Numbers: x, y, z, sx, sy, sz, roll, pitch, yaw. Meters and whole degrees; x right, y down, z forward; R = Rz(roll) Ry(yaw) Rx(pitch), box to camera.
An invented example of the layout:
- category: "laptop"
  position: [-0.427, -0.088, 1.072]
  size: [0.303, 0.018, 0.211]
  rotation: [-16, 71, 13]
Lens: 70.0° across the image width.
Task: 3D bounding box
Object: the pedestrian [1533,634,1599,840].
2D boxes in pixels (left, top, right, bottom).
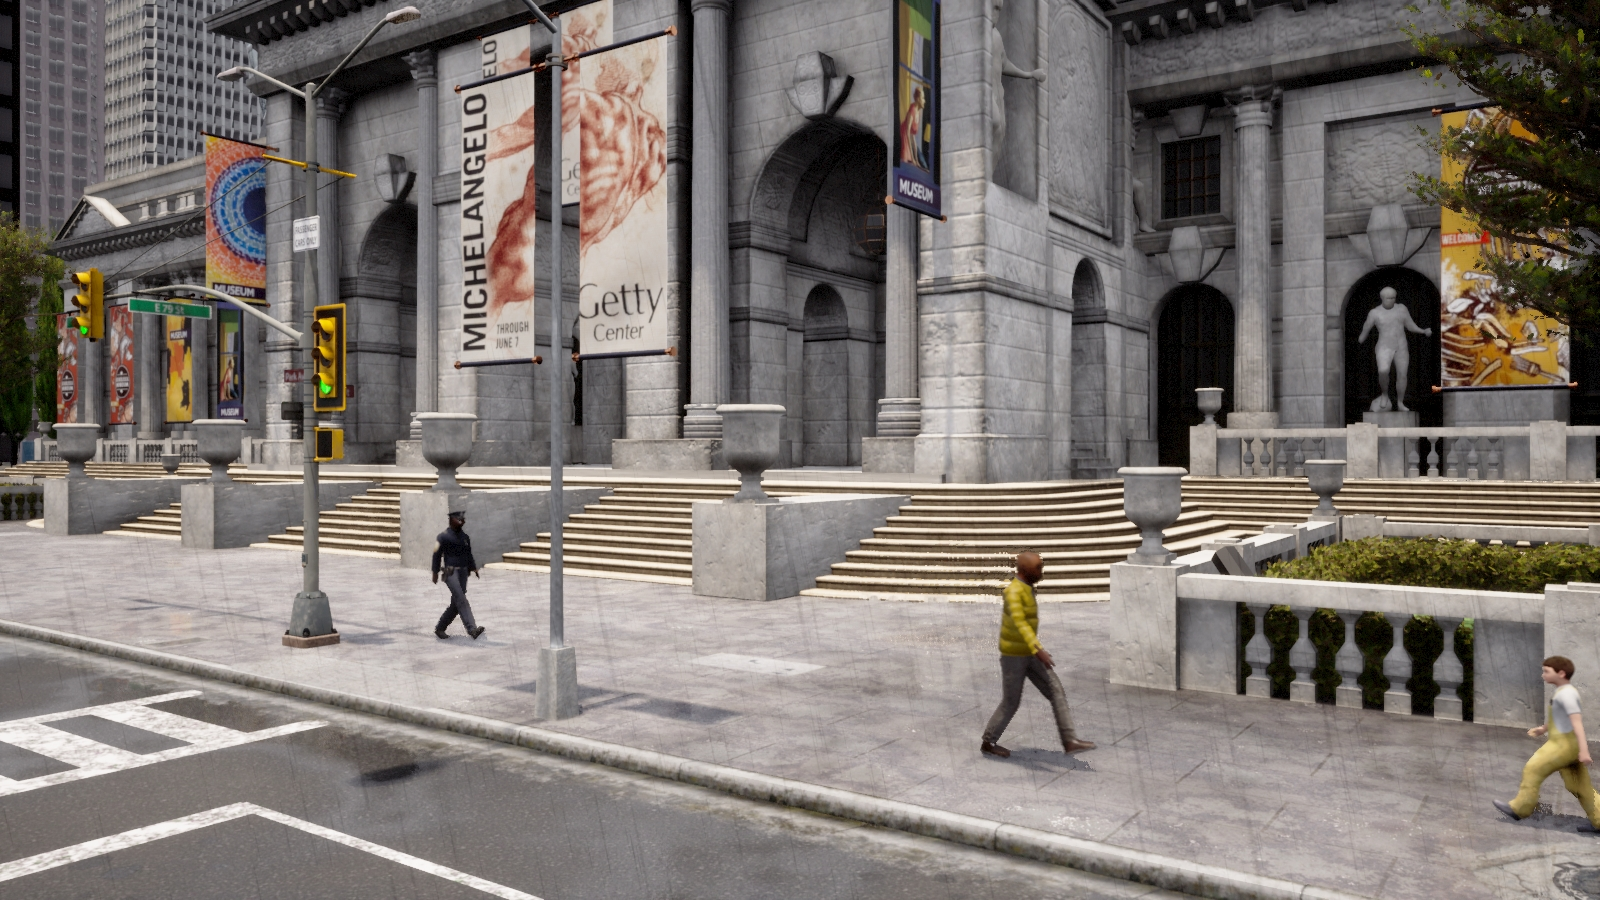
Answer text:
- category: "pedestrian"
  position: [5.348, 1.976, 7.951]
  size: [0.375, 1.300, 0.375]
  rotation: [0, 0, 38]

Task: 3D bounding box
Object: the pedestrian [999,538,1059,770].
- category: "pedestrian"
  position: [1.934, 1.695, 9.635]
  size: [0.375, 1.860, 0.375]
  rotation: [0, 0, 34]

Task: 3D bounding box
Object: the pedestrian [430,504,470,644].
- category: "pedestrian"
  position: [-4.804, 1.691, 15.696]
  size: [0.375, 1.860, 0.375]
  rotation: [0, 0, 36]
